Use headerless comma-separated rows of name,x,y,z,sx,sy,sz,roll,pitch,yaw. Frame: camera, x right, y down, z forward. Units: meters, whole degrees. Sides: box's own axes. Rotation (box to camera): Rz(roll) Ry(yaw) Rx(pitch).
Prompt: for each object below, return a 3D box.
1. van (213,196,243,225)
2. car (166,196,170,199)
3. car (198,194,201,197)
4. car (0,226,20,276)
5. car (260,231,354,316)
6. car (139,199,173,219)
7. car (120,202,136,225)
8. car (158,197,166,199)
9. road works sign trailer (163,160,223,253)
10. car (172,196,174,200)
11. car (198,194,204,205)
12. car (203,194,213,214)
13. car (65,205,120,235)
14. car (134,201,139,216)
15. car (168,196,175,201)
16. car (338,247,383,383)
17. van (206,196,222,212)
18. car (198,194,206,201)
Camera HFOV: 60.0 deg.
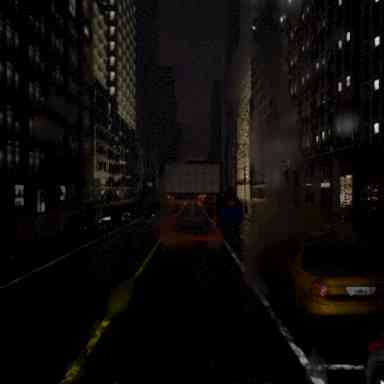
van,2.692,1.392,24.471,1.690,1.788,3.998,-1,0,0
car,-5.669,1.683,64.259,2.008,1.369,4.403,-1,0,0
car,2.719,1.493,86.991,2.192,1.841,5.009,-1,0,0
car,-5.695,1.456,7.424,1.967,1.590,4.097,-1,0,0
car,2.687,1.541,7.590,1.752,1.417,4.829,-1,0,0
car,-3.087,1.609,29.651,2.033,1.411,5.357,0,0,0
car,-5.686,1.617,24.474,1.947,1.339,4.313,-1,0,0
car,-5.674,1.660,52.892,2.008,1.369,4.403,-1,0,0
road works sign trailer,0.026,0.493,13.846,2.380,3.560,2.880,0,0,0
car,-5.664,1.737,75.627,1.802,1.307,4.206,-1,0,0
car,2.712,1.683,64.256,2.008,1.369,4.403,-1,0,0
car,2.697,1.389,35.838,2.192,1.841,5.009,-1,0,0
car,-5.689,1.590,18.790,2.008,1.369,4.403,-1,0,0
car,-5.684,1.607,30.158,1.887,1.381,4.507,-1,0,0
car,-5.656,1.714,92.508,1.752,1.417,4.829,-1,0,0
car,2.683,1.444,1.737,1.967,1.590,4.097,-1,0,0
van,2.700,1.427,41.522,1.690,1.788,3.998,-1,0,0
car,2.722,1.504,92.675,2.192,1.841,5.009,-1,0,0
